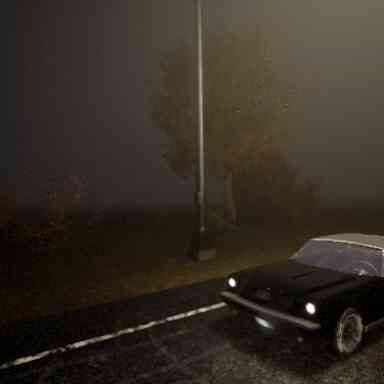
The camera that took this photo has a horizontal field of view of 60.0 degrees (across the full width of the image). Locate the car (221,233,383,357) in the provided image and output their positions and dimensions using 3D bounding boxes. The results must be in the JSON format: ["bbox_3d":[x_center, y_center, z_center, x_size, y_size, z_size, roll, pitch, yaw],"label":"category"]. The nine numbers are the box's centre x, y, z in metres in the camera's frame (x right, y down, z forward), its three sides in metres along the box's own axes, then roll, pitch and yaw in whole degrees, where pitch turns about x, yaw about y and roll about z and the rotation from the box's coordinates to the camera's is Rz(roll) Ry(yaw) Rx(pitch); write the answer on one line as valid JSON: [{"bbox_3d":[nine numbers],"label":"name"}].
[{"bbox_3d":[2.806,1.502,5.992,4.718,1.301,1.895,-1,1,-35],"label":"car"}]
